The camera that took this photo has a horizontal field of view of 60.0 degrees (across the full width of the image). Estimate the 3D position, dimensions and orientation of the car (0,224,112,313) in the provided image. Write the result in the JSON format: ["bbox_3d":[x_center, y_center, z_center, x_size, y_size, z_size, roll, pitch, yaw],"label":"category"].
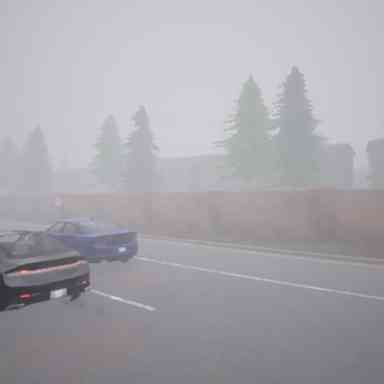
[{"bbox_3d":[-4.212,1.610,7.435,4.902,1.511,2.128,-1,-1,40],"label":"car"}]

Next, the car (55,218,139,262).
[{"bbox_3d":[-4.025,1.657,11.846,5.008,1.535,1.882,-1,-1,41],"label":"car"}]
